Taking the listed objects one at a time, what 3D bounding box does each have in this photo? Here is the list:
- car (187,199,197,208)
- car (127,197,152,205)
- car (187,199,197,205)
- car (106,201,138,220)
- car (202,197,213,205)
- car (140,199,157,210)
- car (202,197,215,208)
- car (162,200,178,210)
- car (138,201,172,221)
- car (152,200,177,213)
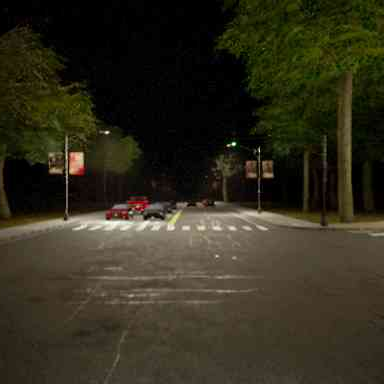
[{"bbox_3d":[0.008,2.100,60.525,2.033,1.411,5.357,0,-1,0],"label":"car"},{"bbox_3d":[-6.546,1.578,40.206,2.150,2.045,5.566,0,-1,0],"label":"car"},{"bbox_3d":[0.009,2.108,70.982,1.895,1.301,4.718,0,-1,0],"label":"car"},{"bbox_3d":[-6.556,1.835,30.723,1.994,1.385,4.181,0,-1,0],"label":"car"},{"bbox_3d":[3.259,1.867,70.924,2.097,1.767,4.553,0,-1,0],"label":"car"},{"bbox_3d":[-6.541,1.932,50.608,1.882,1.535,5.008,0,-1,1],"label":"car"},{"bbox_3d":[3.258,2.100,60.526,2.033,1.411,5.357,0,-1,0],"label":"car"},{"bbox_3d":[-3.292,2.006,51.063,2.033,1.411,5.357,0,-1,0],"label":"car"},{"bbox_3d":[-3.308,1.818,30.670,2.033,1.411,5.357,0,-1,0],"label":"car"},{"bbox_3d":[-3.291,1.908,40.748,2.033,1.411,5.357,0,-1,1],"label":"car"}]
